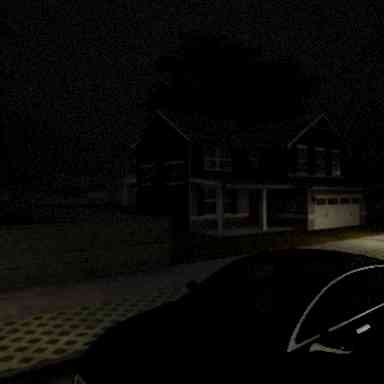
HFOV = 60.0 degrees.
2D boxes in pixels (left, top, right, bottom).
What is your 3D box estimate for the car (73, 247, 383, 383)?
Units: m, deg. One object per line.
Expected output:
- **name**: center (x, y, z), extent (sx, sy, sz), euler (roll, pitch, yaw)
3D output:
- **car**: center (1.161, 1.511, 3.895), extent (4.892, 1.490, 1.837), euler (0, 0, -35)
